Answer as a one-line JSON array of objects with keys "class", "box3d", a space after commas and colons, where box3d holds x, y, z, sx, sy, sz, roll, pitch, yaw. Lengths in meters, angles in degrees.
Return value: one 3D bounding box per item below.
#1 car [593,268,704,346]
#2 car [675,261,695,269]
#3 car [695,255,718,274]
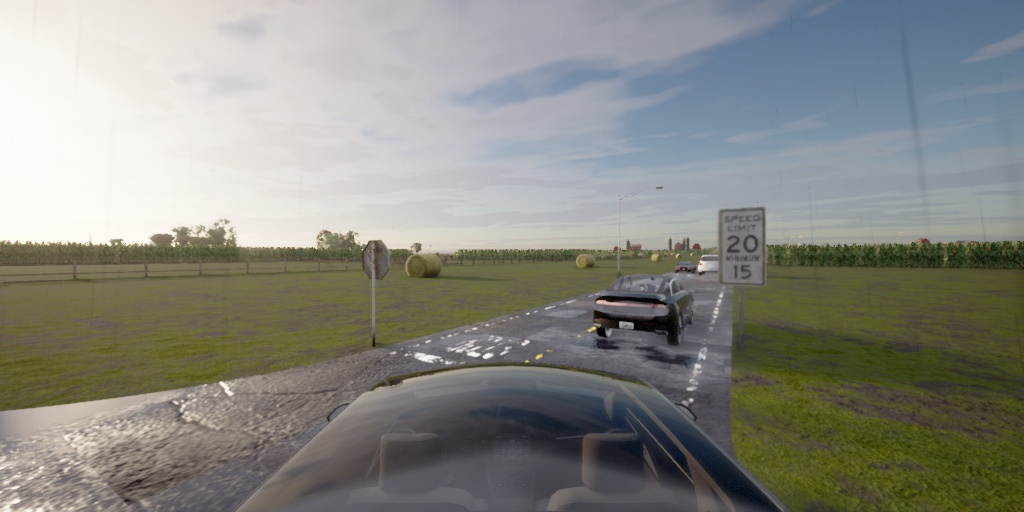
[{"class": "car", "box3d": [3.670, 1.238, 9.566, 2.128, 1.511, 4.902, 0, 0, 32]}, {"class": "car", "box3d": [19.857, 1.269, 40.943, 1.994, 1.385, 4.181, 0, 0, 32]}, {"class": "car", "box3d": [20.151, 0.934, 36.093, 2.150, 2.045, 5.566, 0, 0, 33]}]
